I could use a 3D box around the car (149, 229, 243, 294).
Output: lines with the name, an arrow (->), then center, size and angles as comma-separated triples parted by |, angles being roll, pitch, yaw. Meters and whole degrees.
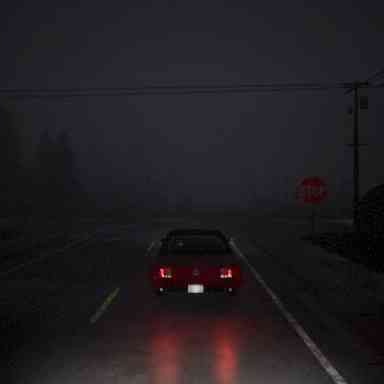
car -> 0.094, 1.624, 8.776 | 1.895, 1.301, 4.718 | 0, 0, 0
